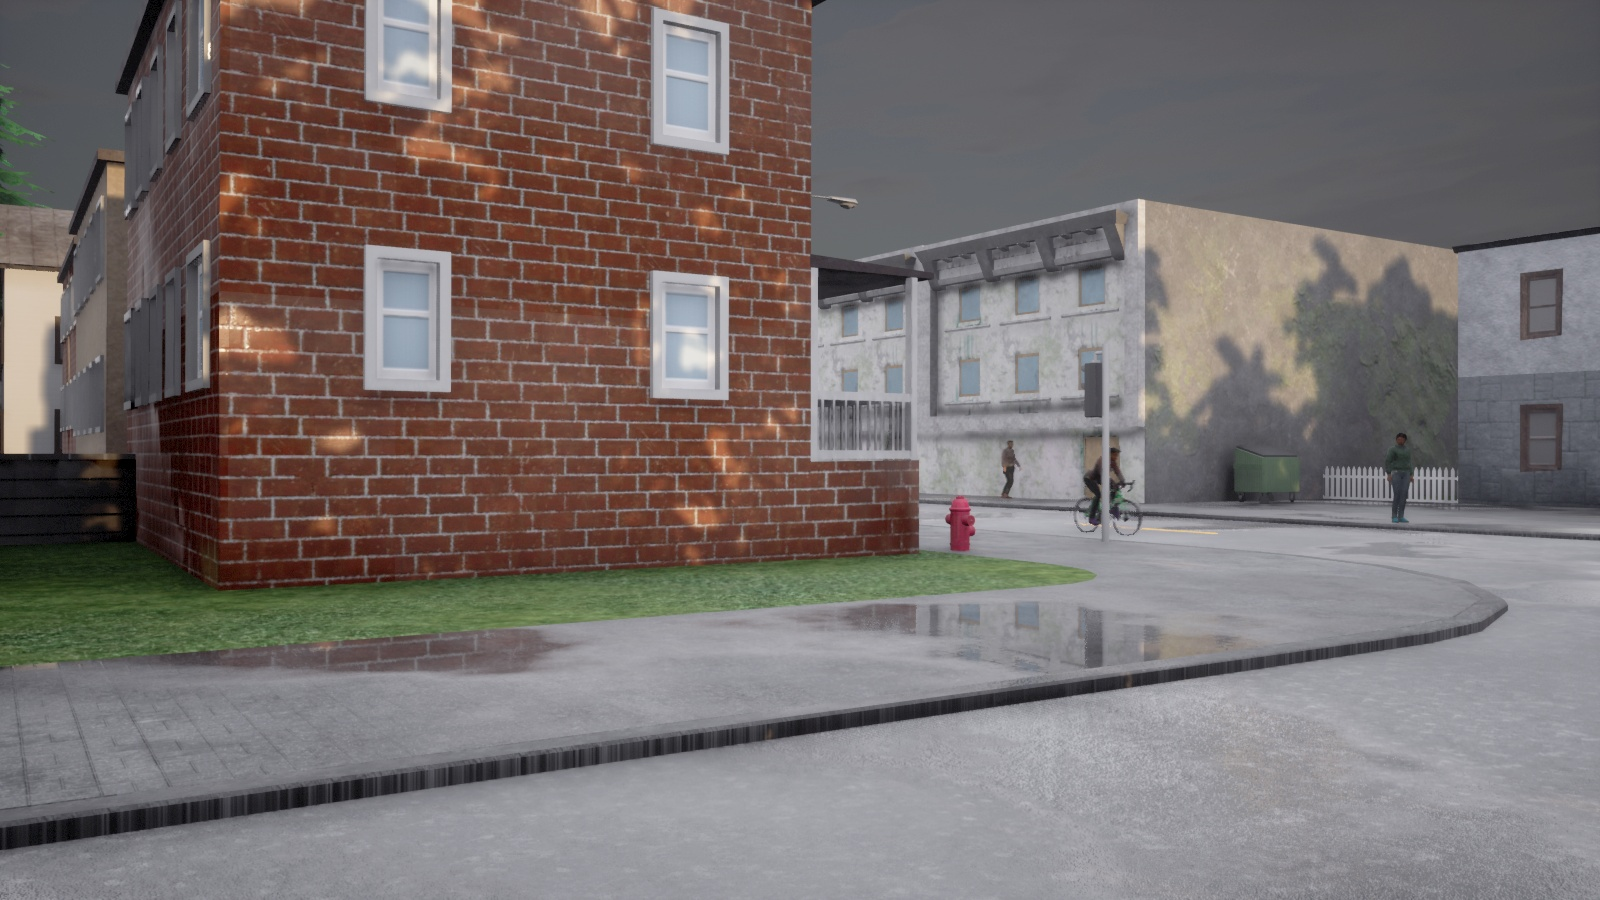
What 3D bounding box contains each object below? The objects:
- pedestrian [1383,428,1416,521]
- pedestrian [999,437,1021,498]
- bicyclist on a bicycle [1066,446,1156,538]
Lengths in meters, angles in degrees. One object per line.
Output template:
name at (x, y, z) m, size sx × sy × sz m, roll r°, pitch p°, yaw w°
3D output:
pedestrian at (12.145, 0.491, 25.450) m, size 0.353 × 1.847 × 0.614 m, roll 0°, pitch 0°, yaw -3°
pedestrian at (6.419, 0.535, 38.337) m, size 0.331 × 1.846 × 0.634 m, roll 0°, pitch 0°, yaw -32°
bicyclist on a bicycle at (5.677, 0.742, 23.010) m, size 0.582 × 1.620 × 1.656 m, roll 0°, pitch 0°, yaw -33°
